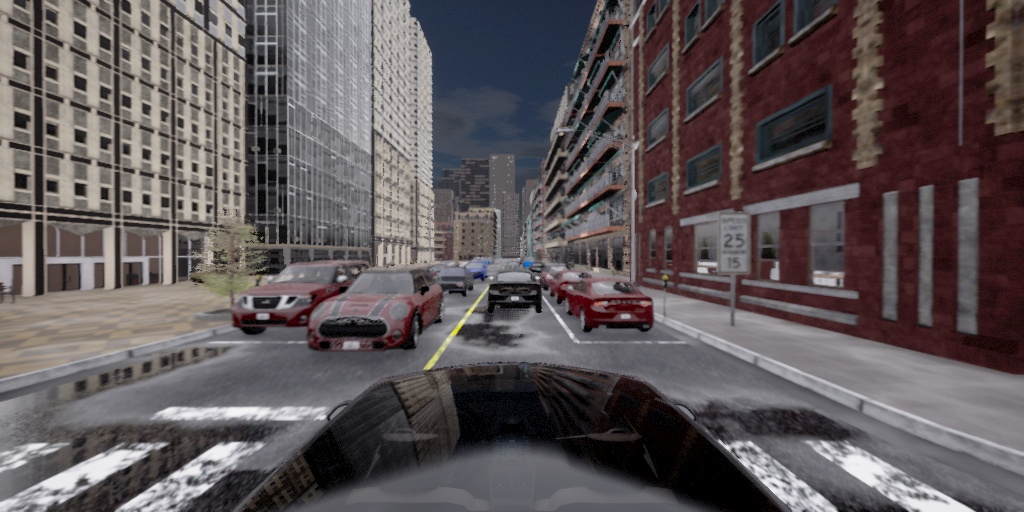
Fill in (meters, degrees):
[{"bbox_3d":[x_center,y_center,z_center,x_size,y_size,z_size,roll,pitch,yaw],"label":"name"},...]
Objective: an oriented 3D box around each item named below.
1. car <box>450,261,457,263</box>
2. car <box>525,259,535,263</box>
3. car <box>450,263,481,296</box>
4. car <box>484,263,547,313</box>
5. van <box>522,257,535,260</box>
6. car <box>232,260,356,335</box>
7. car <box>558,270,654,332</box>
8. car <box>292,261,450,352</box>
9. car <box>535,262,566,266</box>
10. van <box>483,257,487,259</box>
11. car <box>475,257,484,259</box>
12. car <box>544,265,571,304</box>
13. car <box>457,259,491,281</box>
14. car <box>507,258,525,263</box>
[{"bbox_3d":[-5.687,1.313,27.293,1.948,1.339,4.313,0,0,0],"label":"car"},{"bbox_3d":[2.695,1.317,38.345,1.948,1.339,4.313,0,0,0],"label":"car"},{"bbox_3d":[-3.079,1.295,19.364,2.033,1.411,5.357,0,0,0],"label":"car"},{"bbox_3d":[0.102,1.225,14.129,1.882,1.535,5.008,0,0,0],"label":"car"},{"bbox_3d":[2.698,1.102,54.928,1.690,1.789,3.998,0,0,0],"label":"van"},{"bbox_3d":[-5.690,1.063,10.710,2.192,1.841,5.009,0,0,0],"label":"car"},{"bbox_3d":[2.690,1.293,10.708,1.888,1.381,4.507,0,0,0],"label":"car"},{"bbox_3d":[-3.068,1.101,9.036,2.097,1.767,4.553,0,0,-1],"label":"car"},{"bbox_3d":[2.692,1.187,21.763,1.967,1.591,4.097,0,0,0],"label":"car"},{"bbox_3d":[-5.681,1.106,60.458,1.690,1.789,3.998,0,0,0],"label":"van"},{"bbox_3d":[-5.682,1.306,54.930,1.888,1.381,4.507,0,0,0],"label":"car"},{"bbox_3d":[2.691,1.292,16.235,1.888,1.381,4.507,0,0,0],"label":"car"},{"bbox_3d":[-3.078,1.226,29.804,1.882,1.535,5.008,0,0,0],"label":"car"},{"bbox_3d":[0.106,1.300,41.359,2.033,1.411,5.357,0,0,0],"label":"car"}]
